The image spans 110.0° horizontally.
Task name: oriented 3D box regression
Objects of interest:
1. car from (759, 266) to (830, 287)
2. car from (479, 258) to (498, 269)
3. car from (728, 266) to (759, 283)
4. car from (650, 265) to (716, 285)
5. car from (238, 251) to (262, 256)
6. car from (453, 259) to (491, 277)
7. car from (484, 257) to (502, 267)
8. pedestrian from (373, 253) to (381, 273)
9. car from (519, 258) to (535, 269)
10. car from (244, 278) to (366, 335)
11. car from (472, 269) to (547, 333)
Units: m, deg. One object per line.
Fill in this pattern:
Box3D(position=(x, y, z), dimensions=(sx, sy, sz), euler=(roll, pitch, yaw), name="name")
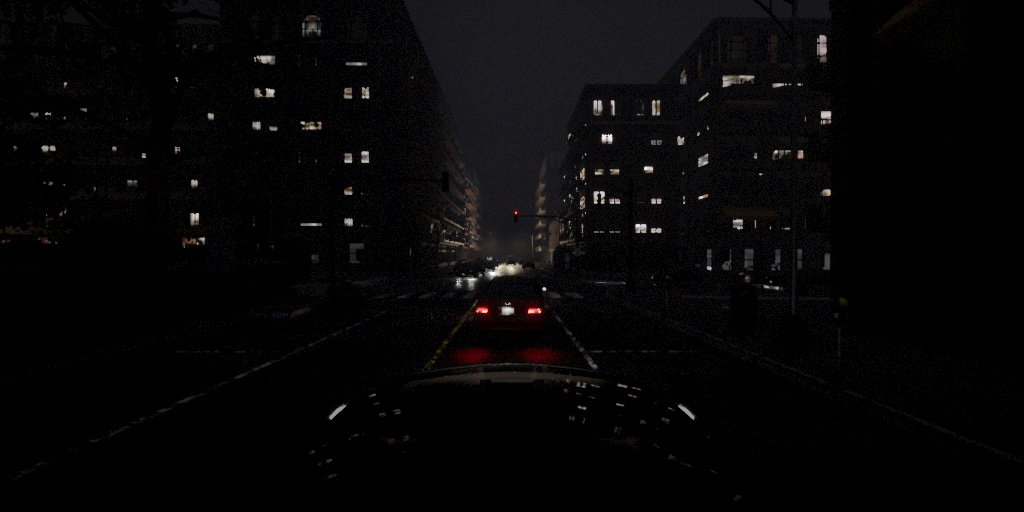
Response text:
Box3D(position=(23.498, 1.723, 28.906), dimensions=(5.357, 1.411, 2.033), euler=(1, 0, -1), name="car")
Box3D(position=(-3.229, 1.335, 47.751), dimensions=(1.895, 1.301, 4.718), euler=(0, 0, 0), name="car")
Box3D(position=(21.293, 1.562, 31.431), dimensions=(4.097, 1.591, 1.967), euler=(0, 0, -1), name="car")
Box3D(position=(13.690, 1.494, 28.752), dimensions=(4.902, 1.511, 2.128), euler=(1, 0, -1), name="car")
Box3D(position=(-17.606, 0.687, 25.075), dimensions=(5.566, 2.045, 2.150), euler=(1, 0, -1), name="car")
Box3D(position=(-3.911, 1.285, 35.031), dimensions=(2.033, 1.411, 5.357), euler=(0, 0, 11), name="car")
Box3D(position=(-3.247, 1.278, 61.632), dimensions=(2.033, 1.411, 5.357), euler=(0, 0, 0), name="car")
Box3D(position=(-12.807, 0.642, 33.883), dimensions=(0.375, 1.860, 0.375), euler=(0, -1, -1), name="pedestrian")
Box3D(position=(2.535, 1.283, 54.209), dimensions=(2.007, 1.370, 4.403), euler=(0, 0, 0), name="car")
Box3D(position=(-5.713, 1.328, 10.502), dimensions=(1.802, 1.307, 4.207), euler=(0, 0, 0), name="car")
Box3D(position=(0.052, 1.294, 10.715), dimensions=(2.033, 1.411, 5.357), euler=(0, 0, 3), name="car")
